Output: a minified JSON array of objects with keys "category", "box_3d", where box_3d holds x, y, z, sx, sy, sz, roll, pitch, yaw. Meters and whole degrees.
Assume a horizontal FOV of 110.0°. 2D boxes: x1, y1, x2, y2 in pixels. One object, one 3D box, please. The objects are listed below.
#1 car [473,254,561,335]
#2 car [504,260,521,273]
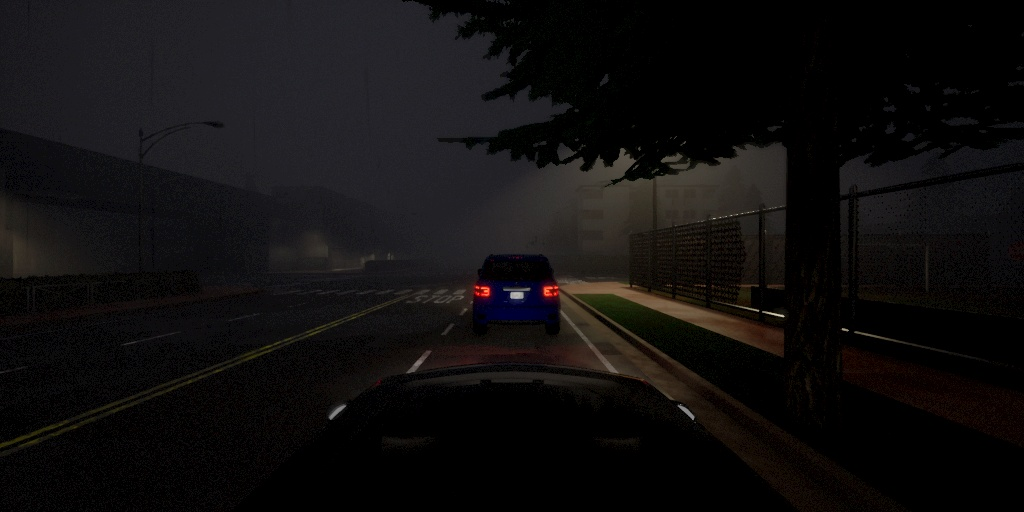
[{"category":"car","box_3d":[0.116,0.972,10.689,2.150,2.045,5.566,0,0,0]},{"category":"car","box_3d":[0.029,1.242,45.564,2.128,1.511,4.902,0,0,0]}]
